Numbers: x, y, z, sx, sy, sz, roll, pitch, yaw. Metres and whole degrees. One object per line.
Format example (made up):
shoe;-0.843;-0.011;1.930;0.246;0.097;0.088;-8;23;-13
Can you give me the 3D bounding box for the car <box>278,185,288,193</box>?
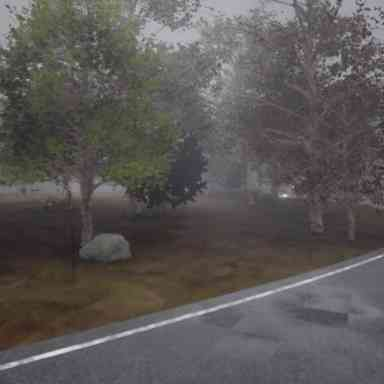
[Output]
car;14.839;-0.641;55.473;2.128;1.511;4.902;-3;3;13
